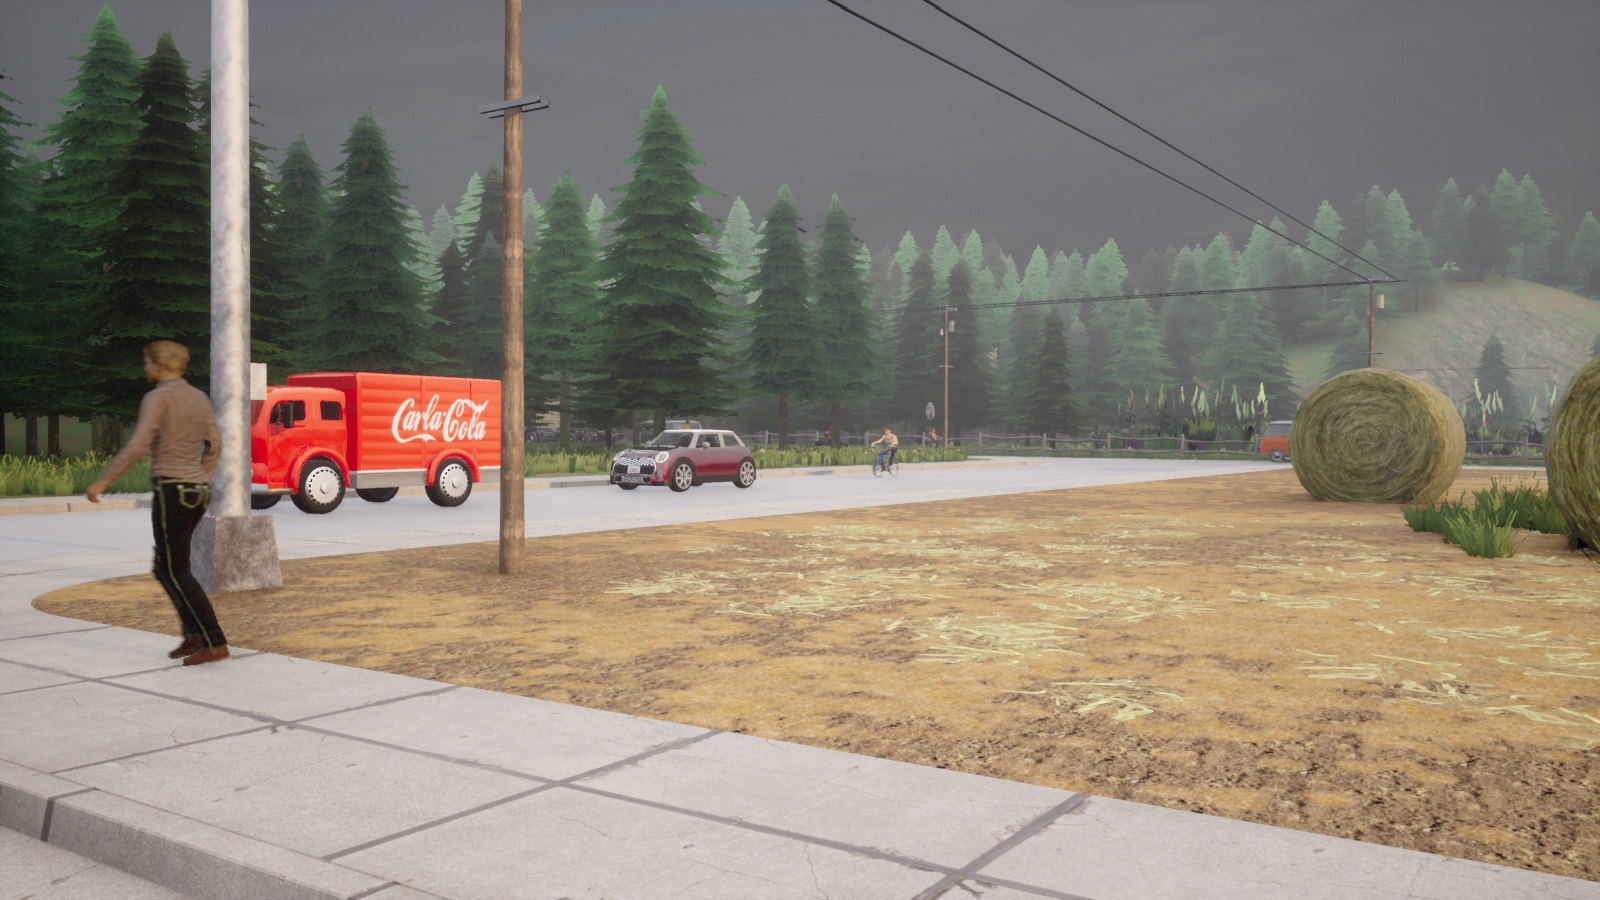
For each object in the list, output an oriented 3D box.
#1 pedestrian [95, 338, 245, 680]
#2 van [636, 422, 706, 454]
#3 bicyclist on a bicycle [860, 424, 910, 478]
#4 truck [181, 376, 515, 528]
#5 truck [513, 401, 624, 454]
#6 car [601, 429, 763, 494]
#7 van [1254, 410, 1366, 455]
[{"bbox_3d":[-3.493,0.320,6.982,0.634,1.846,0.331,-1,1,6],"label":"pedestrian"},{"bbox_3d":[-8.394,-0.790,81.490,4.442,1.987,1.775,0,1,36],"label":"van"},{"bbox_3d":[2.641,0.009,38.774,0.866,1.612,1.509,0,1,34],"label":"bicyclist on a bicycle"},{"bbox_3d":[-8.142,-0.019,23.156,2.627,2.467,5.204,0,1,35],"label":"truck"},{"bbox_3d":[-16.089,-1.525,87.023,7.936,3.462,2.891,0,1,36],"label":"truck"},{"bbox_3d":[-2.829,0.238,30.845,1.970,1.475,3.806,0,1,35],"label":"car"},{"bbox_3d":[23.399,-0.780,57.664,4.442,1.987,1.775,0,1,37],"label":"van"}]
